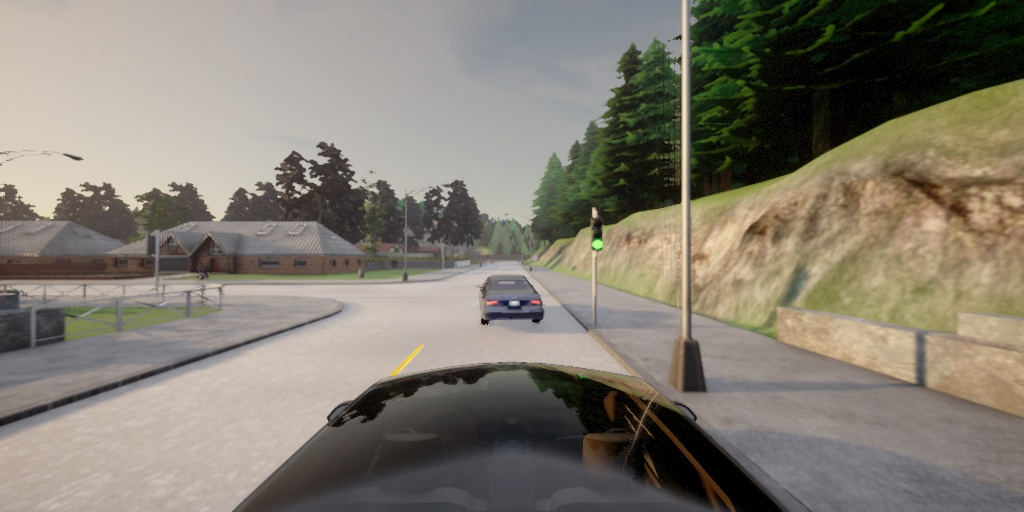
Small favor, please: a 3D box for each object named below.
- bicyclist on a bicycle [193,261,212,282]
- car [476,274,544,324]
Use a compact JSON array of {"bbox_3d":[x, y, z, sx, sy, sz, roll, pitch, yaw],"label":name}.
[{"bbox_3d":[-24.177,1.183,28.035,0.582,1.620,1.656,0,0,0],"label":"bicyclist on a bicycle"},{"bbox_3d":[-0.208,1.331,12.181,2.033,1.411,5.357,0,0,-6],"label":"car"}]
